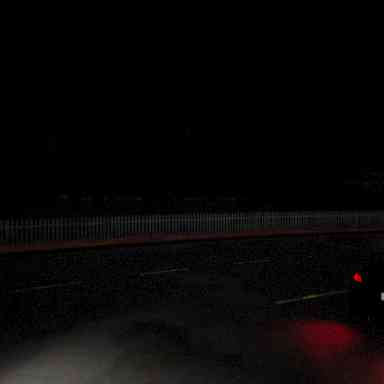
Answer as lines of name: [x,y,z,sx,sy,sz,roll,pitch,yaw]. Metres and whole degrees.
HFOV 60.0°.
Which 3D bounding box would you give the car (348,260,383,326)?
car: [4.804,1.564,5.766,4.181,1.385,1.994,0,0,-24]
